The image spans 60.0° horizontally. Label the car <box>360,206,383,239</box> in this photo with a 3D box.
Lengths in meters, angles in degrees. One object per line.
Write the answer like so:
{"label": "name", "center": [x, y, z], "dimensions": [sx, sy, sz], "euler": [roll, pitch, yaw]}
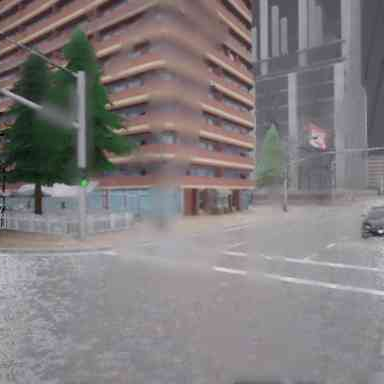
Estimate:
{"label": "car", "center": [9.782, 1.497, 16.726], "dimensions": [1.837, 1.490, 4.892], "euler": [-1, 0, 36]}
